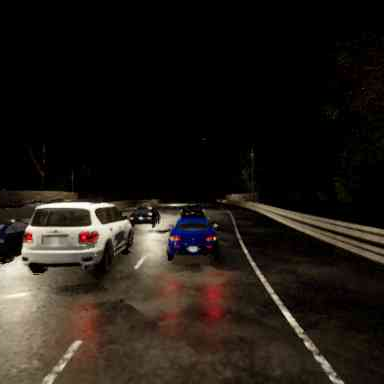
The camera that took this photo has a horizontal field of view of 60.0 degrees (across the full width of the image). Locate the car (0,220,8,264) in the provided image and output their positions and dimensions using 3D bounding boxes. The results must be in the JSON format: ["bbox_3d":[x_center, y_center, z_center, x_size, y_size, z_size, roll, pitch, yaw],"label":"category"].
[{"bbox_3d":[-6.949,1.717,12.442,1.994,1.385,4.181,0,-1,0],"label":"car"}]

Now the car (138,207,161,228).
[{"bbox_3d":[-3.466,1.858,25.143,2.033,1.411,5.357,0,-1,1],"label":"car"}]

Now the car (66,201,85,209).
[{"bbox_3d":[-21.007,2.331,60.001,1.994,1.385,4.181,0,-1,1],"label":"car"}]

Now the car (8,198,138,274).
[{"bbox_3d":[-3.459,1.359,11.125,2.150,2.045,5.566,0,0,0],"label":"car"}]

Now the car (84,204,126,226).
[{"bbox_3d":[-6.948,1.829,27.294,2.128,1.511,4.902,0,-1,0],"label":"car"}]

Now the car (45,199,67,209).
[{"bbox_3d":[-24.505,2.121,59.995,2.097,1.767,4.553,0,-1,1],"label":"car"}]

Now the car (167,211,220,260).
[{"bbox_3d":[0.054,1.684,12.981,1.812,1.442,4.674,0,0,0],"label":"car"}]

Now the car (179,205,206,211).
[{"bbox_3d":[0.054,1.843,27.330,1.837,1.490,4.892,0,0,0],"label":"car"}]
